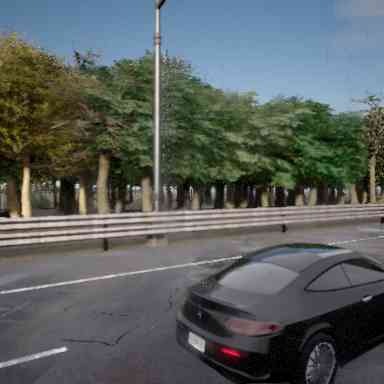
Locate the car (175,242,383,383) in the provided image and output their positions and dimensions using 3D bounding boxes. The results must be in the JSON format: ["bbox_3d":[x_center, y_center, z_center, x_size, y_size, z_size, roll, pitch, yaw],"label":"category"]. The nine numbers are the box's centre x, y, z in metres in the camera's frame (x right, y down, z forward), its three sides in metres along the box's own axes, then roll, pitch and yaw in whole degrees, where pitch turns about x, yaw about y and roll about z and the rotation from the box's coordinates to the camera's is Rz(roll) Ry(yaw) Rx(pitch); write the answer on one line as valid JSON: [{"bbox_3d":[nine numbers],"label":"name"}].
[{"bbox_3d":[1.942,1.522,5.075,4.674,1.442,1.812,0,0,-35],"label":"car"}]
